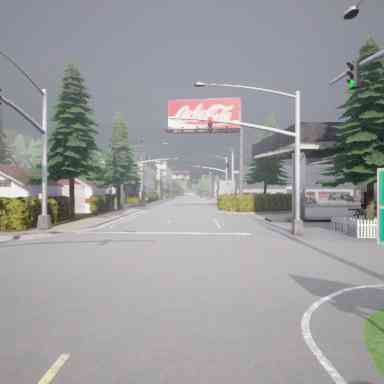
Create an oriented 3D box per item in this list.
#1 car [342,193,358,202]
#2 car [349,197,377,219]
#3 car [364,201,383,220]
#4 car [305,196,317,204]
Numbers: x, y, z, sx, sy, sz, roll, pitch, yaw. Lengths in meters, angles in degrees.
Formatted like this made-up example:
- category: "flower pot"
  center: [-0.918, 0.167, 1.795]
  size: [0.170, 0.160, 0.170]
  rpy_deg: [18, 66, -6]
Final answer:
- category: "car"
  center: [34.927, 1.489, 71.789]
  size: [2.007, 1.523, 4.514]
  rpy_deg: [0, 0, 0]
- category: "car"
  center: [14.376, 1.505, 24.936]
  size: [3.866, 1.878, 1.905]
  rpy_deg: [0, 0, 0]
- category: "car"
  center: [18.704, 1.672, 30.605]
  size: [4.611, 1.667, 2.242]
  rpy_deg: [0, 0, 0]
- category: "car"
  center: [22.521, 1.552, 64.001]
  size: [1.970, 1.475, 3.806]
  rpy_deg: [0, 0, 0]
